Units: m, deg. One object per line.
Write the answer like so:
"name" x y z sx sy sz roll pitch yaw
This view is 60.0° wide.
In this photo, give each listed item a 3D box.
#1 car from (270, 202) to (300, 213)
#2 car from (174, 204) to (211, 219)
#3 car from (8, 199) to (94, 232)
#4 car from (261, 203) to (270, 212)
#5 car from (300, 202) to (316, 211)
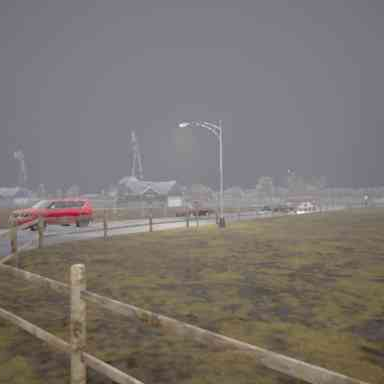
"car" 13.437 2.244 47.919 1.837 1.490 4.892 -2 -2 36
"car" 0.122 2.006 35.660 1.882 1.535 5.008 -2 -2 36
"car" -9.277 1.482 22.429 2.150 2.045 5.566 -2 -2 34
"car" 12.482 2.460 52.795 1.994 1.385 4.181 -2 -2 36
"car" 19.455 2.455 56.324 1.812 1.442 4.674 -2 -2 36
